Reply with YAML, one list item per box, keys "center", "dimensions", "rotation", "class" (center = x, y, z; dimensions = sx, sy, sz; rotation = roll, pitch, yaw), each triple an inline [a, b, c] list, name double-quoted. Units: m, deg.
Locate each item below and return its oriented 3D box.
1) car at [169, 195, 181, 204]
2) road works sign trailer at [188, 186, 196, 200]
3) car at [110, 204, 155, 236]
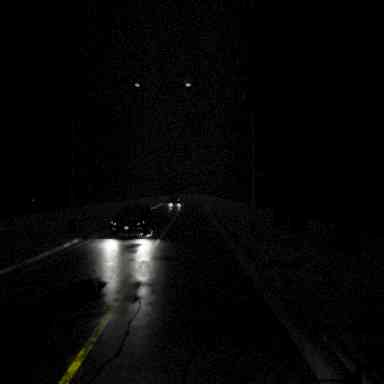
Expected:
- center: [-3.035, 1.333, 60.121]
  dimensions: [1.837, 1.490, 4.892]
  rotation: [0, 0, 1]
  class: "car"
- center: [0.011, 0.272, 91.736]
  dimensions: [2.380, 3.560, 2.880]
  rotation: [0, 0, 0]
  class: "road works sign trailer"
- center: [-3.097, 1.433, 18.084]
  dimensions: [1.837, 1.490, 4.892]
  rotation: [0, 0, 0]
  class: "car"
